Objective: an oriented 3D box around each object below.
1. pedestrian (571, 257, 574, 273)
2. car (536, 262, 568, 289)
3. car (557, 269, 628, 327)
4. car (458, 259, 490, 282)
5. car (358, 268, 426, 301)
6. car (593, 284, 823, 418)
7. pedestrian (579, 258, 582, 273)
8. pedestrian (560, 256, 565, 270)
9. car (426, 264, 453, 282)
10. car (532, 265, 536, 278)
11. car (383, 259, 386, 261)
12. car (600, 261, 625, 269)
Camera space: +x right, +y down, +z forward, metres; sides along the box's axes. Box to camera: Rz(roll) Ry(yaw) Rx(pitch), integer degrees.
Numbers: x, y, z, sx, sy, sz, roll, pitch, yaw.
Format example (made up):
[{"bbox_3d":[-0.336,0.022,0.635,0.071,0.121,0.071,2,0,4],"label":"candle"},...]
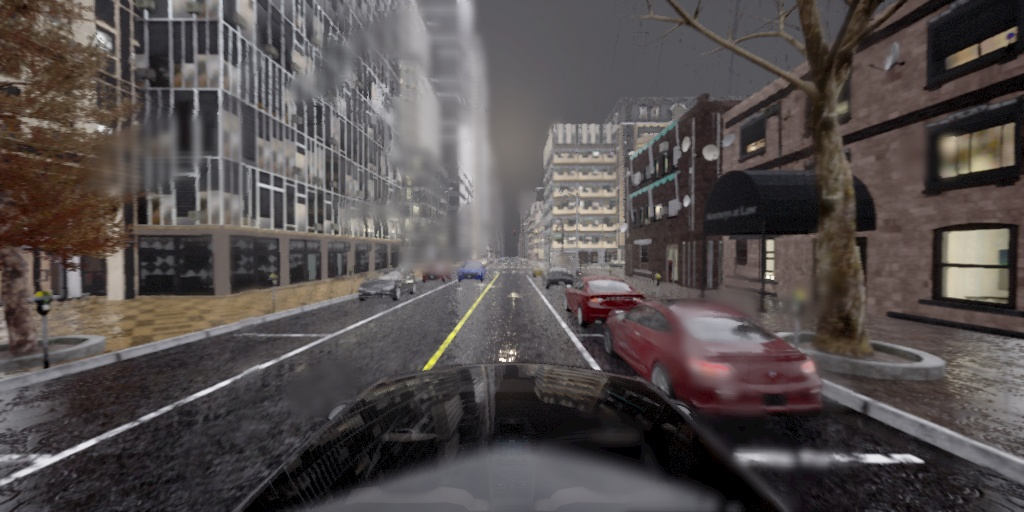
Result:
[{"bbox_3d":[7.135,1.042,42.313,0.375,1.860,0.375,-1,1,0],"label":"pedestrian"},{"bbox_3d":[2.819,1.291,22.701,2.007,1.370,4.403,0,0,0],"label":"car"},{"bbox_3d":[2.757,1.291,11.412,1.888,1.381,4.507,0,0,0],"label":"car"},{"bbox_3d":[-3.087,1.216,28.534,1.882,1.535,5.008,0,0,0],"label":"car"},{"bbox_3d":[-5.795,1.294,17.114,2.007,1.370,4.403,0,0,0],"label":"car"},{"bbox_3d":[2.723,1.330,5.768,1.802,1.307,4.207,0,0,0],"label":"car"},{"bbox_3d":[8.135,1.072,42.914,0.375,1.860,0.375,-1,1,0],"label":"pedestrian"},{"bbox_3d":[6.135,0.886,43.511,0.375,1.860,0.375,-1,1,0],"label":"pedestrian"},{"bbox_3d":[-5.821,1.284,28.403,1.888,1.381,4.507,0,0,0],"label":"car"},{"bbox_3d":[2.819,1.262,34.160,1.751,1.417,4.829,0,0,0],"label":"car"},{"bbox_3d":[-20.287,1.191,49.293,4.403,1.370,2.007,0,0,1],"label":"car"},{"bbox_3d":[16.308,1.361,57.129,4.403,1.370,2.007,0,0,1],"label":"car"}]
